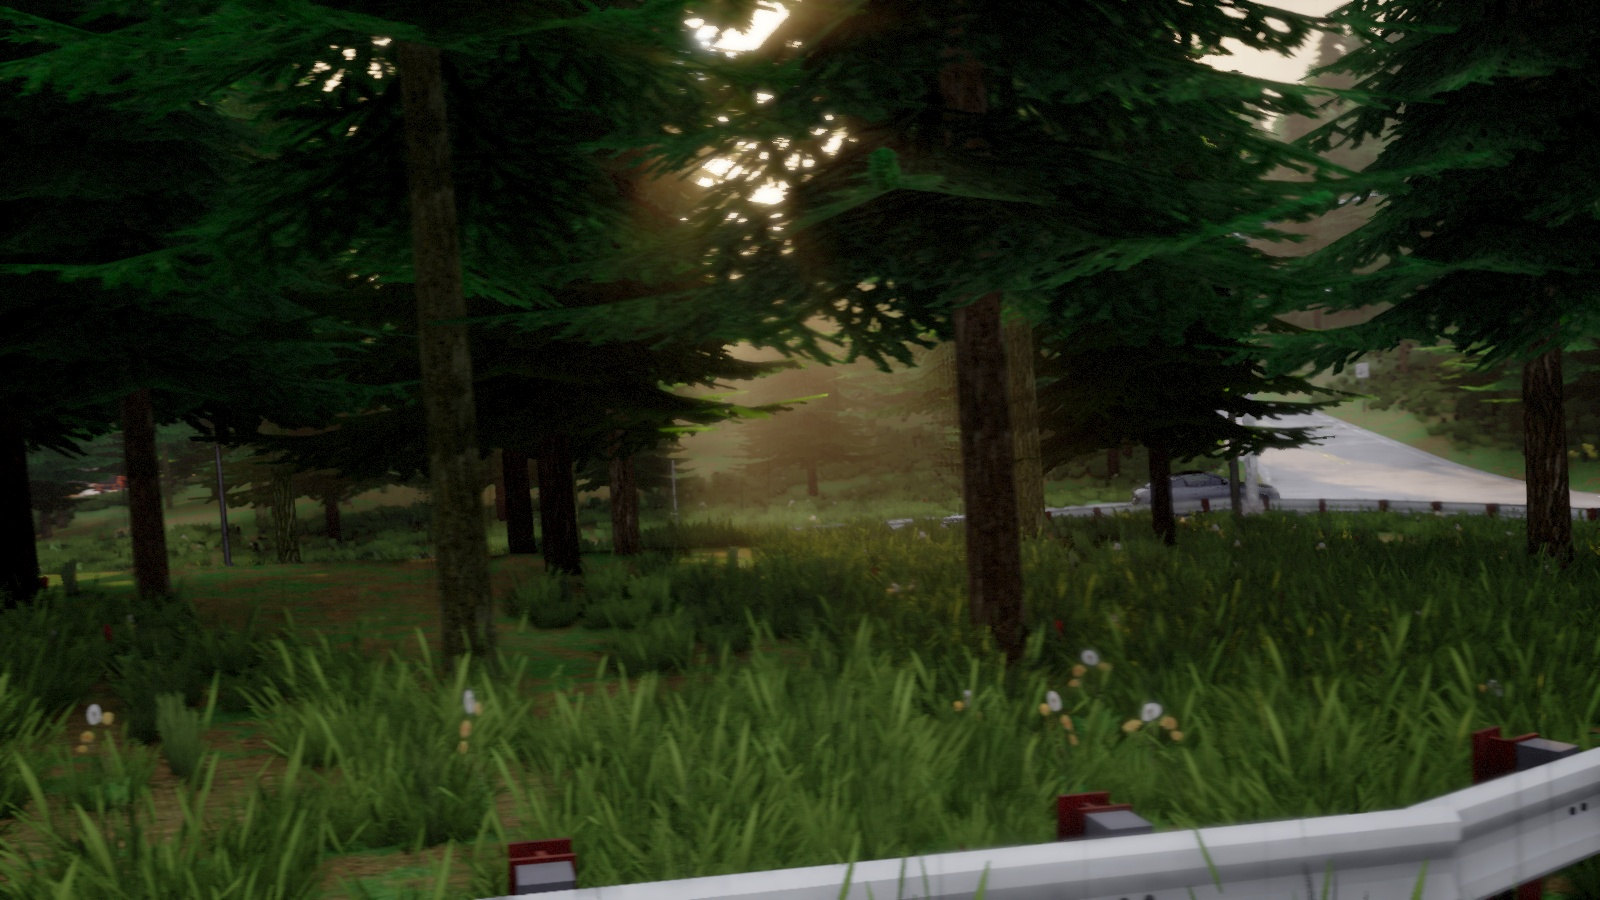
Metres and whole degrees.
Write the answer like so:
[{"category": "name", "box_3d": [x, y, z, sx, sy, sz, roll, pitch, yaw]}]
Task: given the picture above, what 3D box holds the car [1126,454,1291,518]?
[{"category": "car", "box_3d": [11.915, 1.044, 36.875, 4.181, 1.385, 1.994, -5, 2, 6]}]
